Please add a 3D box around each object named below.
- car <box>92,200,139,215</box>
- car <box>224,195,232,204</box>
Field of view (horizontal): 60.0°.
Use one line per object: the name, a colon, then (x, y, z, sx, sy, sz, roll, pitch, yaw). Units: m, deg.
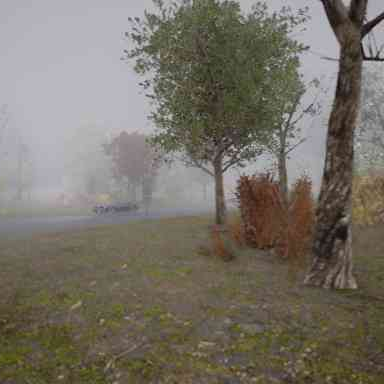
car: (-7.339, 1.473, 32.143, 1.895, 1.301, 4.718, 0, 0, 31)
car: (6.295, 1.206, 54.899, 1.837, 1.490, 4.892, 0, 0, 31)
